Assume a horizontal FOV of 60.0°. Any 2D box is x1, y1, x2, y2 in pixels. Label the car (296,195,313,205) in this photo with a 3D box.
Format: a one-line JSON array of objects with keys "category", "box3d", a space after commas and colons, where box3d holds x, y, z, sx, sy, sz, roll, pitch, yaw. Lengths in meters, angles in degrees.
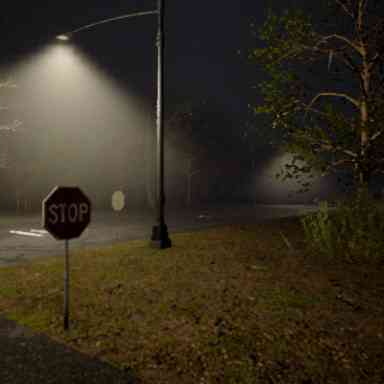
[{"category": "car", "box3d": [23.821, 1.606, 69.963, 2.150, 2.045, 5.566, 0, 0, 36]}]
